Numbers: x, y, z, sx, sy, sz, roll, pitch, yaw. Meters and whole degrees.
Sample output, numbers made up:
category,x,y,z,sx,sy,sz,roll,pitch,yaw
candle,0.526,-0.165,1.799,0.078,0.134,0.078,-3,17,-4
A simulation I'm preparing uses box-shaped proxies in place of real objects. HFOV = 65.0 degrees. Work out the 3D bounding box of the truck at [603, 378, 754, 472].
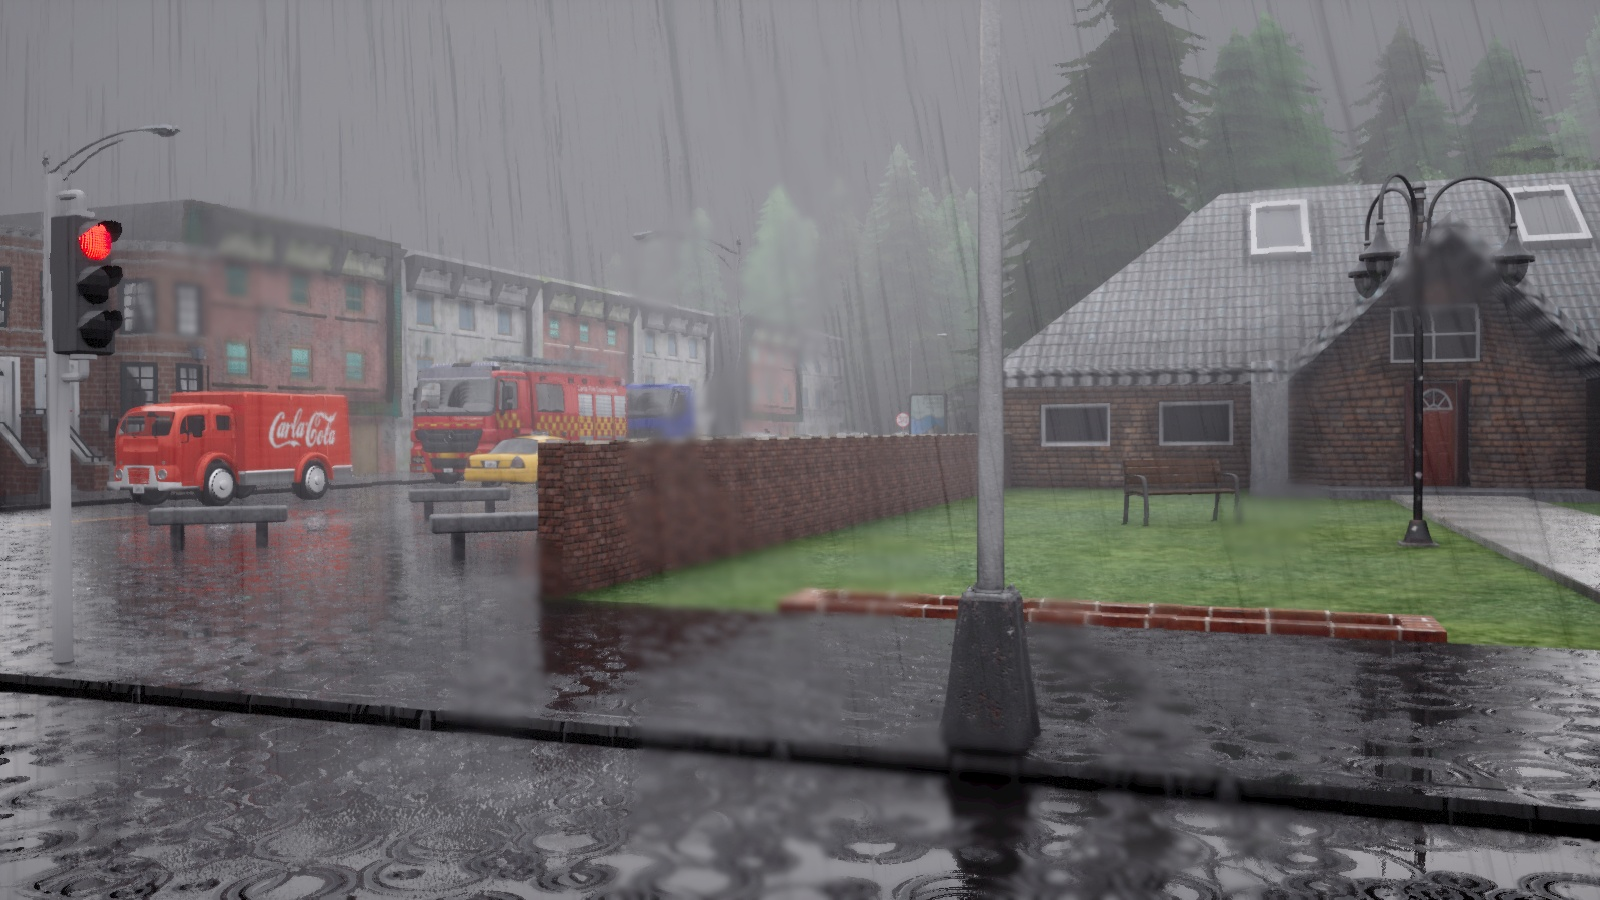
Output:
category,x,y,z,sx,sy,sz,roll,pitch,yaw
truck,-4.694,-0.980,50.418,2.891,3.462,7.936,1,1,20

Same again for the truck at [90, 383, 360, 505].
category,x,y,z,sx,sy,sz,roll,pitch,yaw
truck,-12.732,-0.161,28.262,2.627,2.467,5.204,1,1,20

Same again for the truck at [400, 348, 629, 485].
category,x,y,z,sx,sy,sz,roll,pitch,yaw
truck,-8.667,-1.003,39.476,2.891,3.827,8.468,1,1,20

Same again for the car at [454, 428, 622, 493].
category,x,y,z,sx,sy,sz,roll,pitch,yaw
car,-6.748,0.211,33.065,1.801,1.575,5.366,1,1,20
